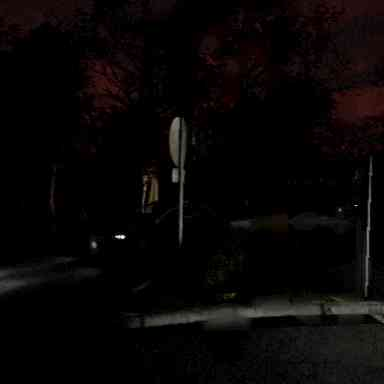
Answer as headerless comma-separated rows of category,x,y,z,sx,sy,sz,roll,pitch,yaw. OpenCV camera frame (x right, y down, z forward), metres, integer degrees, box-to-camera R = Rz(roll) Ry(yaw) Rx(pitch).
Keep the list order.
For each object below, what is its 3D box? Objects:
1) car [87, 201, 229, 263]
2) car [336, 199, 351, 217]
car,-0.812,1.064,10.517,4.902,1.511,2.128,-3,4,-43
car,9.794,0.515,16.720,4.902,1.511,2.128,-3,2,-5
